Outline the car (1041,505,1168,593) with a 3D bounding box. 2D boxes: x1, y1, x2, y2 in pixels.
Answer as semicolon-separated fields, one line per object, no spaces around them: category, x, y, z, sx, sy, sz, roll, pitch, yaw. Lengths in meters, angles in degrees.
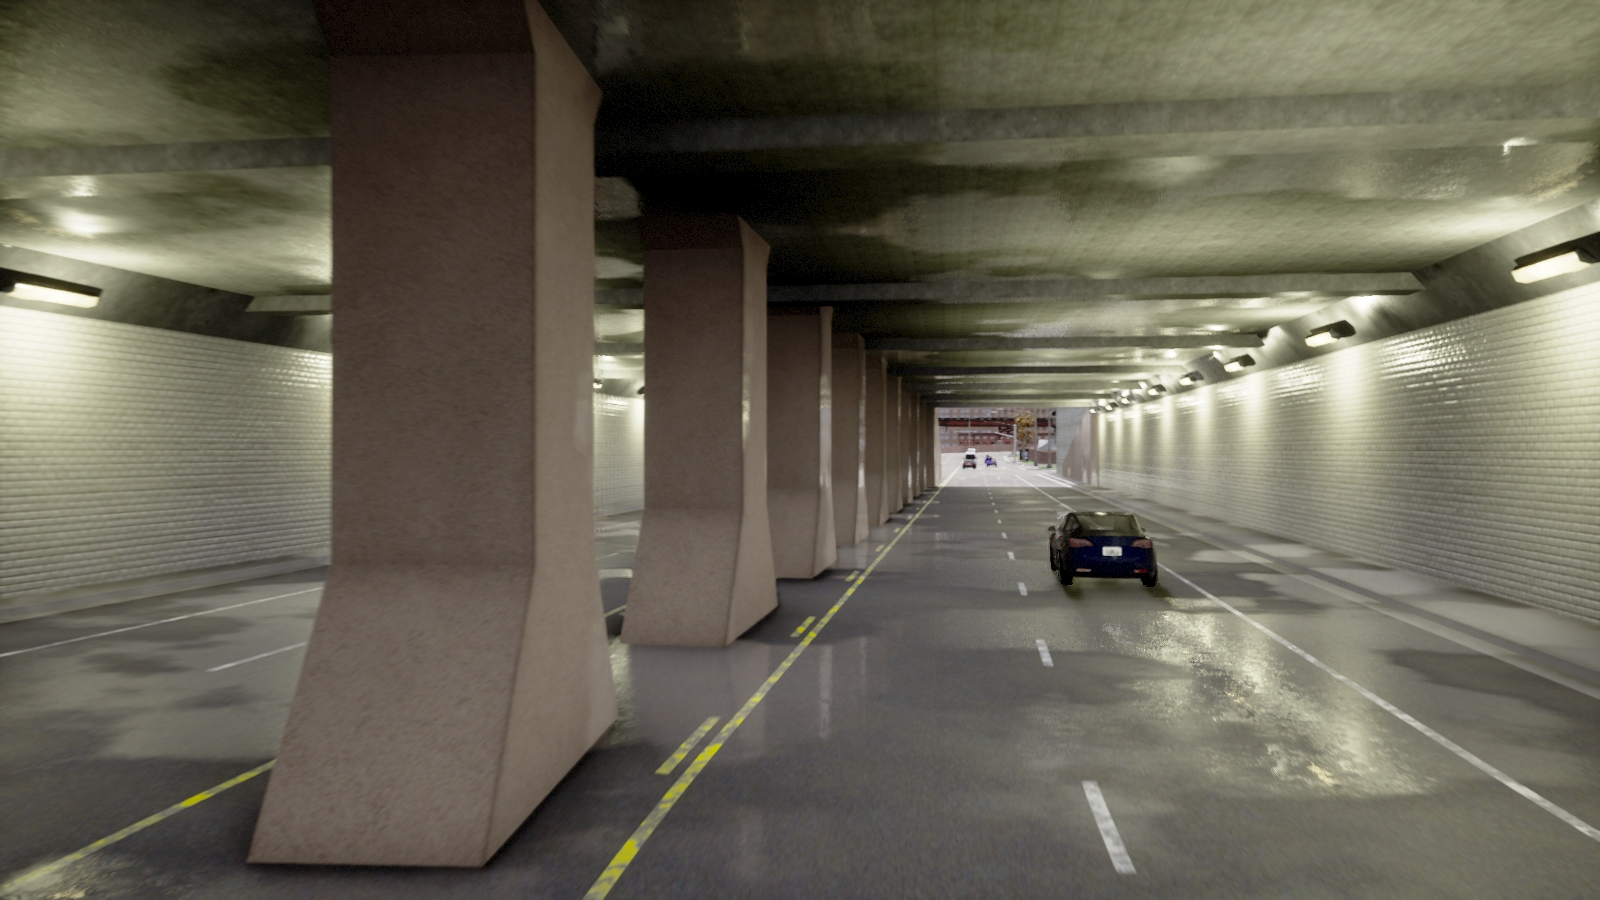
car;6.537;2.065;25.048;2.163;1.488;4.792;0;0;9
